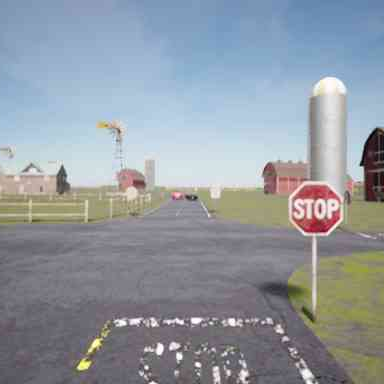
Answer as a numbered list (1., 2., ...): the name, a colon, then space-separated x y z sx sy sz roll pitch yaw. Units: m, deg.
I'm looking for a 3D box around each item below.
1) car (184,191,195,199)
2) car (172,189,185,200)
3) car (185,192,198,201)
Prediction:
1. car: -0.586 0.625 72.227 1.882 1.535 5.008 0 1 -6
2. car: -2.870 0.452 66.187 2.150 2.045 5.566 0 1 -2
3. car: 0.059 0.771 62.118 1.882 1.535 5.008 0 1 -2
